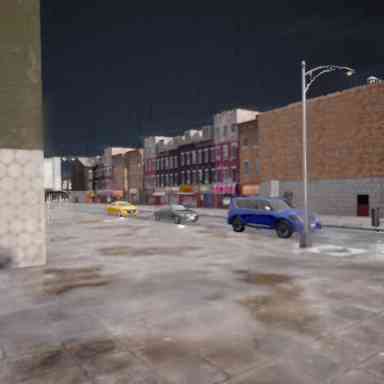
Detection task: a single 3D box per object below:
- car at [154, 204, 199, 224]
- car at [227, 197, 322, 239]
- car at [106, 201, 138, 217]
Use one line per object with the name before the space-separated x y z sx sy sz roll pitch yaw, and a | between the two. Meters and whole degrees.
car | -1.363 1.685 26.589 1.812 1.442 4.674 -2 0 -36
car | 4.339 1.304 18.556 2.150 2.045 5.566 -2 0 -35
car | -7.425 1.748 35.093 1.882 1.535 5.008 -2 0 -35
